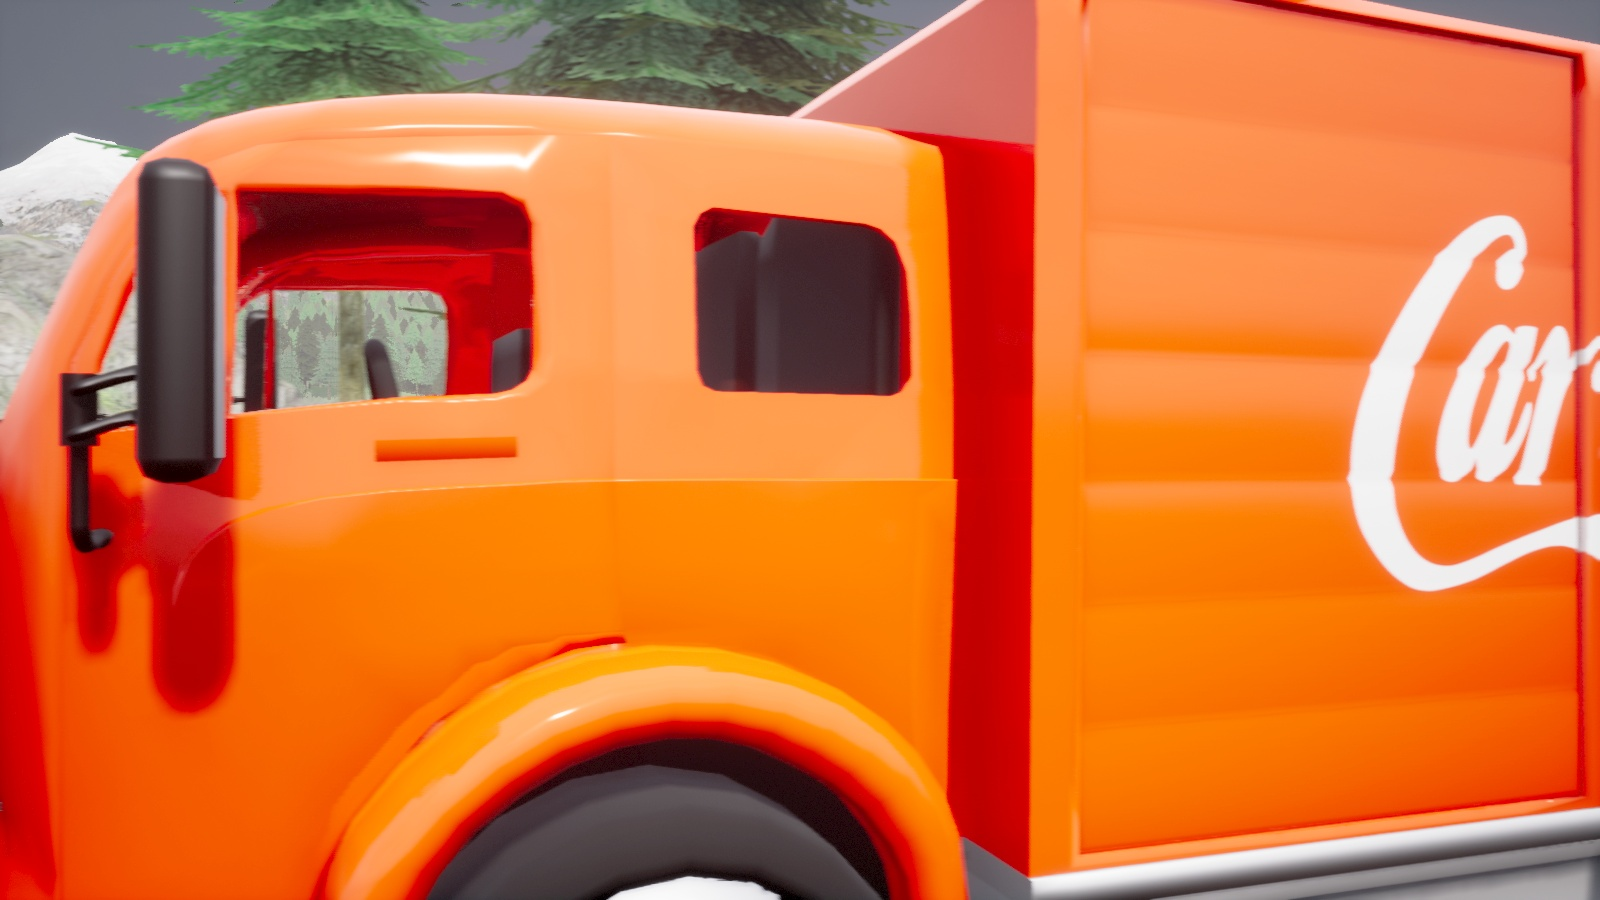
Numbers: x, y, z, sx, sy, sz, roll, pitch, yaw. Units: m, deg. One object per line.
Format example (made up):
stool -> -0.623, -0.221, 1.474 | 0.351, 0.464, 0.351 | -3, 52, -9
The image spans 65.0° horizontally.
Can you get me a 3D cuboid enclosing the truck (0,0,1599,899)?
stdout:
truck -> 0.736, 0.241, 3.513 | 5.204, 2.467, 2.627 | -1, 1, -21
